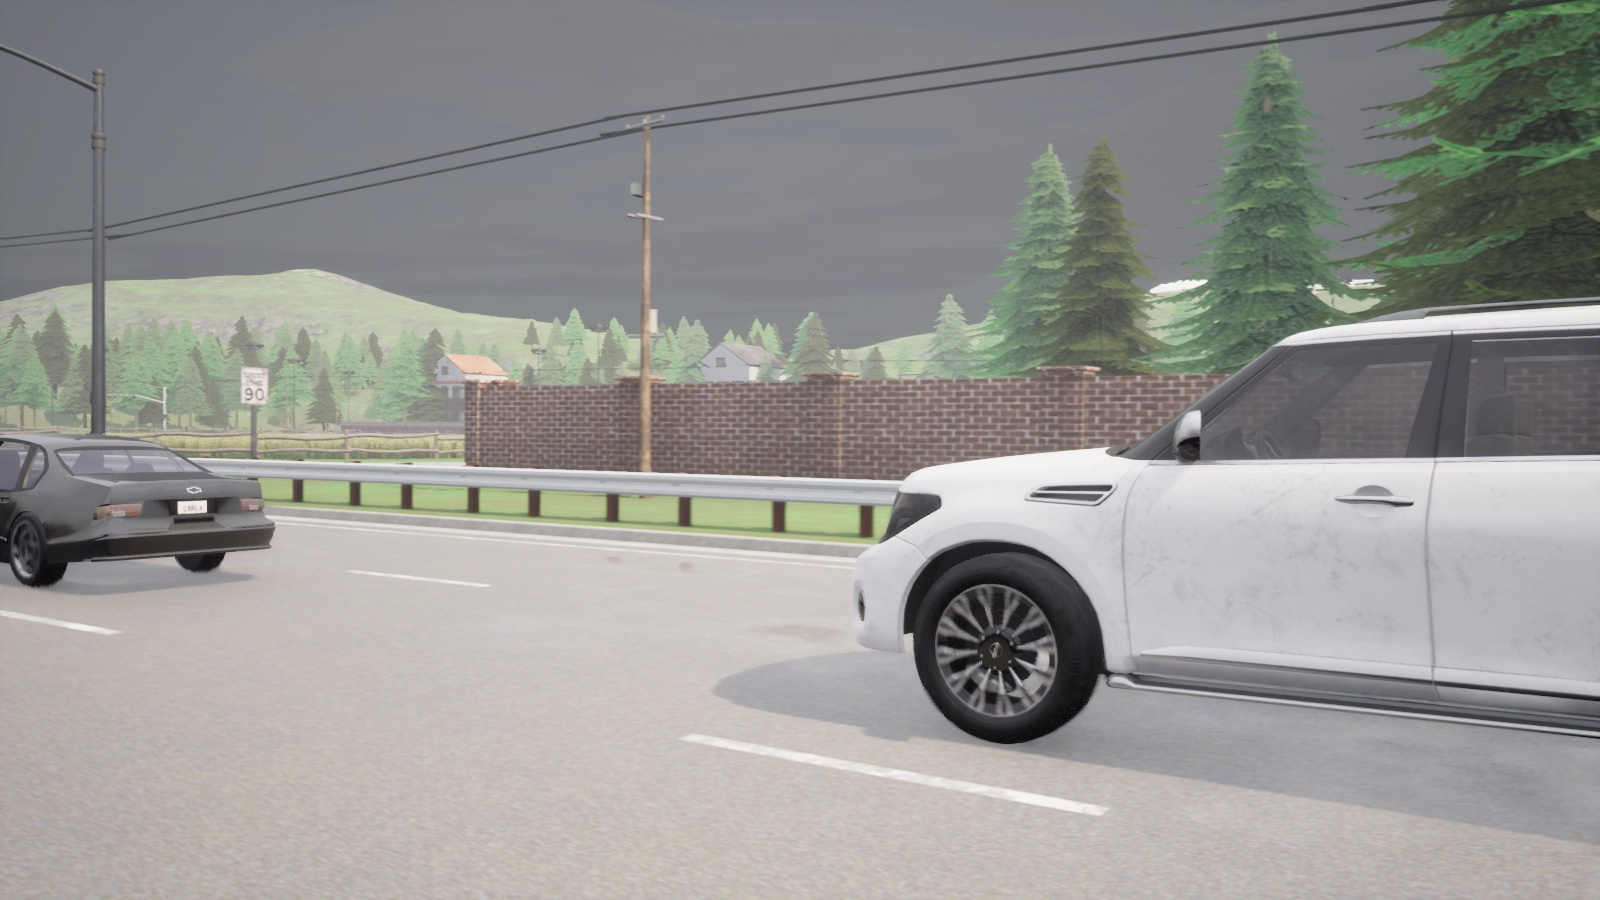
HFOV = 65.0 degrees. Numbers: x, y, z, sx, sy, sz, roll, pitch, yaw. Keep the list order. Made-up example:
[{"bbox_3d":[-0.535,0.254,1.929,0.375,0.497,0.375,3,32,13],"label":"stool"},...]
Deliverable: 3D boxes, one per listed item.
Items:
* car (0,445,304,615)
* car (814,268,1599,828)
[{"bbox_3d":[-7.657,0.672,12.913,5.357,1.411,2.033,0,1,34],"label":"car"},{"bbox_3d":[2.996,0.344,5.829,5.566,2.045,2.150,0,1,34],"label":"car"}]
